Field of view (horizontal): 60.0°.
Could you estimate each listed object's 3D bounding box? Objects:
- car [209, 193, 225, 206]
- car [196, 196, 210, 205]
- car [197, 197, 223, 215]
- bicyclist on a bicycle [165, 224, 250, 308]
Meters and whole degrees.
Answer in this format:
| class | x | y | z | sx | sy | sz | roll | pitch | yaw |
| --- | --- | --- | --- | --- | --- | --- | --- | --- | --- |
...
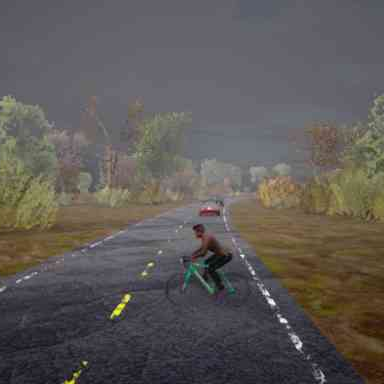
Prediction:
| class | x | y | z | sx | sy | sz | roll | pitch | yaw |
| --- | --- | --- | --- | --- | --- | --- | --- | --- | --- |
| car | 3.690 | 1.209 | 50.293 | 2.150 | 2.045 | 5.566 | 0 | 0 | 7 |
| car | 2.131 | 1.550 | 61.651 | 1.994 | 1.385 | 4.181 | 0 | 0 | 9 |
| car | 1.866 | 1.551 | 33.745 | 1.994 | 1.385 | 4.181 | 0 | 0 | 5 |
| bicyclist on a bicycle | 0.300 | 1.450 | 6.461 | 1.656 | 1.620 | 0.582 | 0 | 0 | 2 |
